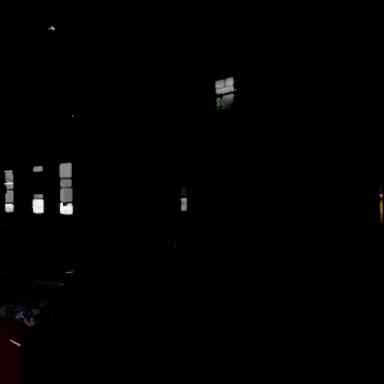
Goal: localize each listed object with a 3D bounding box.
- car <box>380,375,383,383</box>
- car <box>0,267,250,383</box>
[{"bbox_3d":[3.120,1.320,0.672,5.009,1.841,2.192,0,-1,36],"label":"car"},{"bbox_3d":[-1.394,1.575,3.885,4.206,1.307,1.802,0,-1,36],"label":"car"}]
